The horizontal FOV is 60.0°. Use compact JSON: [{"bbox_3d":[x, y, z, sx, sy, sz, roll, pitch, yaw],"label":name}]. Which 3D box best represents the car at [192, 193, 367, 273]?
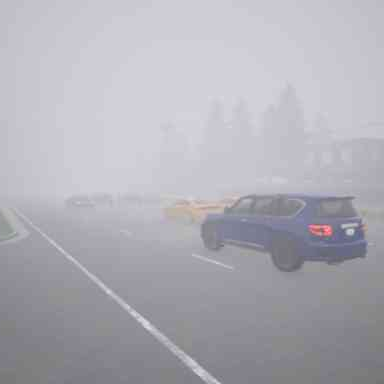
[{"bbox_3d":[2.456,1.036,10.397,2.150,2.045,5.566,-1,1,-31],"label":"car"}]

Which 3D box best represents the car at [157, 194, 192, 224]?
[{"bbox_3d":[-0.124,1.098,21.312,1.882,1.535,5.008,-1,1,-31],"label":"car"}]

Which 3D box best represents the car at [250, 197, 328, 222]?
[{"bbox_3d":[6.661,1.131,23.639,2.033,1.411,5.357,-1,1,-31],"label":"car"}]

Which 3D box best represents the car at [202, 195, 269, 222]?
[{"bbox_3d":[2.843,1.067,23.170,1.882,1.535,5.008,-1,1,-31],"label":"car"}]

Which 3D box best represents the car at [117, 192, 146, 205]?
[{"bbox_3d":[-7.661,0.780,40.313,1.837,1.490,4.892,-1,1,-31],"label":"car"}]

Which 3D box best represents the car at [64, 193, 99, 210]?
[{"bbox_3d":[-11.072,0.960,32.485,2.033,1.411,5.357,-1,1,-31],"label":"car"}]

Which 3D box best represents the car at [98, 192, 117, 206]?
[{"bbox_3d":[-10.624,0.810,38.453,1.837,1.490,4.892,-1,1,-31],"label":"car"}]

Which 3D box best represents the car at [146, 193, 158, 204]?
[{"bbox_3d":[-5.147,0.795,42.914,1.994,1.385,4.181,-1,1,-31],"label":"car"}]
